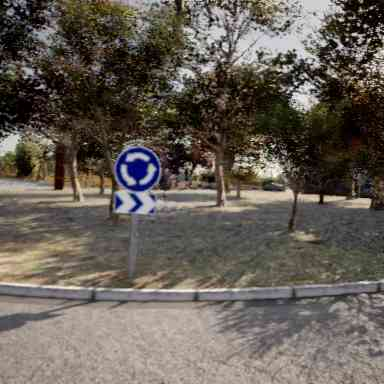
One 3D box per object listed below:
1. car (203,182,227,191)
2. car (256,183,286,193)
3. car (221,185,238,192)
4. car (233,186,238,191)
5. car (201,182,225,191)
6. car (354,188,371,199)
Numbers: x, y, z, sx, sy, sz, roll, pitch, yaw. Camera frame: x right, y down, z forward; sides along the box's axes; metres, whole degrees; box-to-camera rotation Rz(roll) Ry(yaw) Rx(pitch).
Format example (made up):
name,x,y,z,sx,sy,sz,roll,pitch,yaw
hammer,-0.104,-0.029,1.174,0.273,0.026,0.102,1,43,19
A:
name,x,y,z,sx,sy,sz,roll,pitch,yaw
car,5.526,-1.322,80.903,5.566,2.045,2.435,3,1,-1
car,12.473,-0.584,51.588,1.837,1.490,4.892,2,1,-23
car,10.673,-1.110,94.874,4.553,1.767,2.185,3,1,0
car,9.635,-1.237,92.091,5.566,2.045,2.435,3,0,0
car,4.559,-1.093,78.102,4.892,1.521,2.231,3,1,-1
car,21.025,0.251,39.031,2.033,1.411,5.357,3,1,-25
